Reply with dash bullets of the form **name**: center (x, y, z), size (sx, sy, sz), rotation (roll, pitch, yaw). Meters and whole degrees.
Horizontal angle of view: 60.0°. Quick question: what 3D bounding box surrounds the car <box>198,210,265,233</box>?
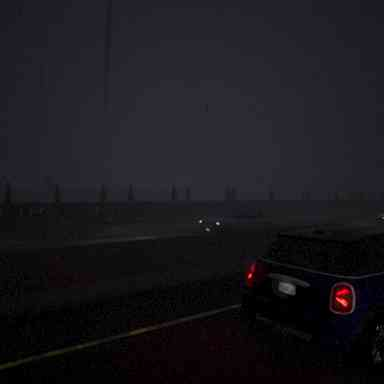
- **car**: center (2.642, 1.703, 18.772), size (4.718, 1.301, 1.895), rotation (1, 0, -35)

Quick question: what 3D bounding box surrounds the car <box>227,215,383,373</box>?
- **car**: center (3.076, 1.398, 5.940), size (4.553, 1.767, 2.097), rotation (1, 0, -35)
